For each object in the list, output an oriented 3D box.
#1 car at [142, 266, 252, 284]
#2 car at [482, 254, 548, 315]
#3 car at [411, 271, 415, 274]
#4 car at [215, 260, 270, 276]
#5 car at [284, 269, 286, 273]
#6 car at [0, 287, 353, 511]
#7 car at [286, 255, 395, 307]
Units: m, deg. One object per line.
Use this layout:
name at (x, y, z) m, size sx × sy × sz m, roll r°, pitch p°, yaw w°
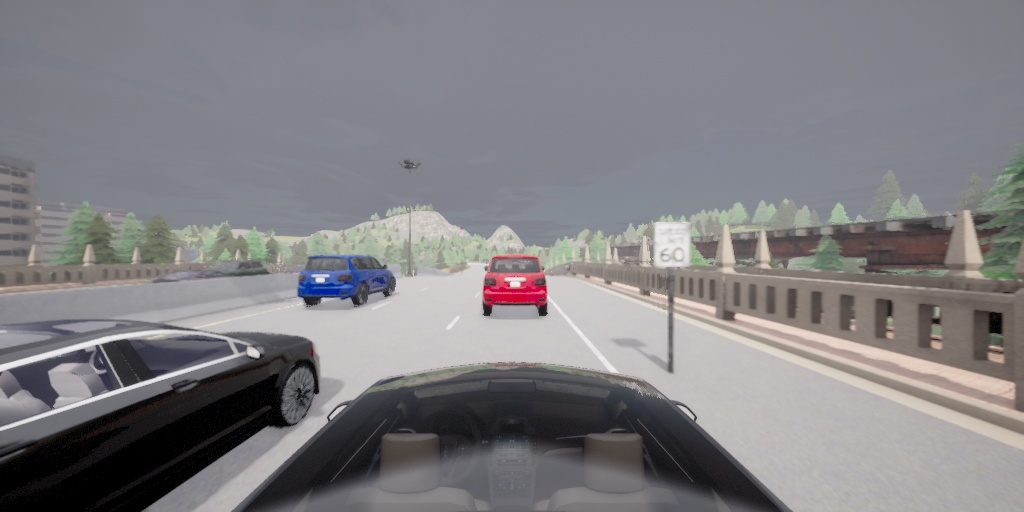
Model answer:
car at (-14.097, 1.302, 15.791) m, size 1.994 × 1.385 × 4.181 m, roll 0°, pitch 0°, yaw 0°
car at (0.100, 0.961, 13.649) m, size 2.150 × 2.045 × 5.566 m, roll 0°, pitch 0°, yaw 0°
car at (-14.055, 2.704, 55.650) m, size 1.882 × 1.535 × 5.008 m, roll 0°, pitch -6°, yaw 0°
car at (-17.595, 1.084, 22.578) m, size 2.097 × 1.767 × 4.553 m, roll 0°, pitch 0°, yaw 0°
car at (-21.085, 1.448, 36.988) m, size 2.033 × 1.411 × 5.357 m, roll 0°, pitch -2°, yaw 0°
car at (-3.408, 1.241, 2.745) m, size 2.128 × 1.511 × 4.902 m, roll 0°, pitch 0°, yaw 0°
car at (-6.899, 0.959, 15.577) m, size 2.150 × 2.045 × 5.566 m, roll 0°, pitch 0°, yaw 0°
